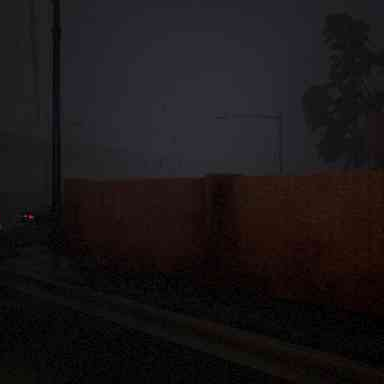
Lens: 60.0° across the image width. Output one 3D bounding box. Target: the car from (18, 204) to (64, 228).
[{"bbox_3d":[-8.478,1.523,22.138,2.033,1.411,5.357,0,0,41],"label":"car"}]
